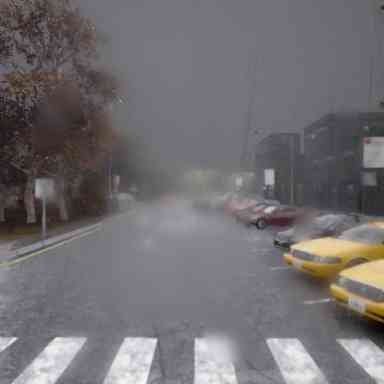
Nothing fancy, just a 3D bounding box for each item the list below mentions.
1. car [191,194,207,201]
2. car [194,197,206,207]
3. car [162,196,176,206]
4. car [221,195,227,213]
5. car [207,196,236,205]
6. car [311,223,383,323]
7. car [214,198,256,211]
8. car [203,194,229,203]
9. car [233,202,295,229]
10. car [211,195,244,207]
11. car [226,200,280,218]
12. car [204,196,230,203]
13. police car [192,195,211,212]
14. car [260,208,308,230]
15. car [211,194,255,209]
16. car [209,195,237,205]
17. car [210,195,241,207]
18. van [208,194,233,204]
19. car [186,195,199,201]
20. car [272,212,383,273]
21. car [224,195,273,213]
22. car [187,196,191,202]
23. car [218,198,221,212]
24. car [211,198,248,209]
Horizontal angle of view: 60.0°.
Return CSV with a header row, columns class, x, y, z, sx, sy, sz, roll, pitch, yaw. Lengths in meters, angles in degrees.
class,x,y,z,sx,sy,sz,roll,pitch,yaw
car,1.340,1.313,50.017,2.150,2.045,5.566,0,0,0
car,1.369,1.590,55.987,1.882,1.535,5.008,0,0,0
car,-3.907,1.469,57.113,2.097,1.767,4.553,0,0,0
car,5.418,1.392,30.266,4.553,1.767,2.185,1,0,-20
car,5.565,1.630,63.292,5.008,1.535,2.097,1,-1,-20
car,5.135,1.485,6.187,5.366,1.575,1.946,1,0,-20
car,5.428,1.576,42.256,4.792,1.488,2.163,1,0,-20
car,5.634,1.449,78.330,5.566,2.045,2.435,1,-1,-20
car,5.345,1.544,21.253,4.674,1.452,2.002,1,0,-20
car,5.480,1.452,51.272,4.553,1.767,2.185,1,-1,-20
car,5.328,1.537,24.245,4.792,1.488,2.163,1,0,-20
car,5.426,1.666,72.237,5.366,1.575,1.946,1,0,-20
police car,1.287,1.480,40.096,1.930,1.638,5.238,0,0,0
car,5.324,1.497,12.253,4.892,1.521,2.231,1,0,-20
car,5.410,1.279,36.241,5.566,2.045,2.435,1,0,-20
car,5.593,1.492,60.289,4.553,1.767,2.185,1,0,-20
car,5.497,1.464,54.273,4.553,1.767,2.185,1,-1,-20
van,5.695,1.420,66.338,4.442,1.987,1.878,1,-1,-20
car,0.109,1.656,91.350,2.033,1.411,5.357,0,0,19
car,5.137,1.488,9.188,5.366,1.575,1.946,1,0,-20
car,5.402,1.387,27.265,4.553,1.767,2.185,1,0,-20
car,0.232,1.569,76.470,1.812,1.442,4.674,0,0,0
car,5.399,1.564,33.263,4.674,1.452,2.002,1,0,-20
car,5.468,1.596,48.257,4.792,1.488,2.163,1,0,-20
